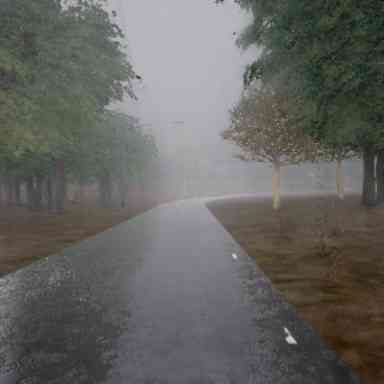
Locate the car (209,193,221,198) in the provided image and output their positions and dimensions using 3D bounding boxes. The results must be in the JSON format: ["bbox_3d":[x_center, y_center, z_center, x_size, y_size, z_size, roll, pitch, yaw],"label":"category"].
[{"bbox_3d":[6.243,0.824,90.926,1.895,1.301,4.718,1,1,23],"label":"car"}]

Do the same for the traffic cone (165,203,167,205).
[{"bbox_3d":[-4.211,1.776,48.174,0.340,0.580,0.340,0,0,0],"label":"traffic cone"}]
